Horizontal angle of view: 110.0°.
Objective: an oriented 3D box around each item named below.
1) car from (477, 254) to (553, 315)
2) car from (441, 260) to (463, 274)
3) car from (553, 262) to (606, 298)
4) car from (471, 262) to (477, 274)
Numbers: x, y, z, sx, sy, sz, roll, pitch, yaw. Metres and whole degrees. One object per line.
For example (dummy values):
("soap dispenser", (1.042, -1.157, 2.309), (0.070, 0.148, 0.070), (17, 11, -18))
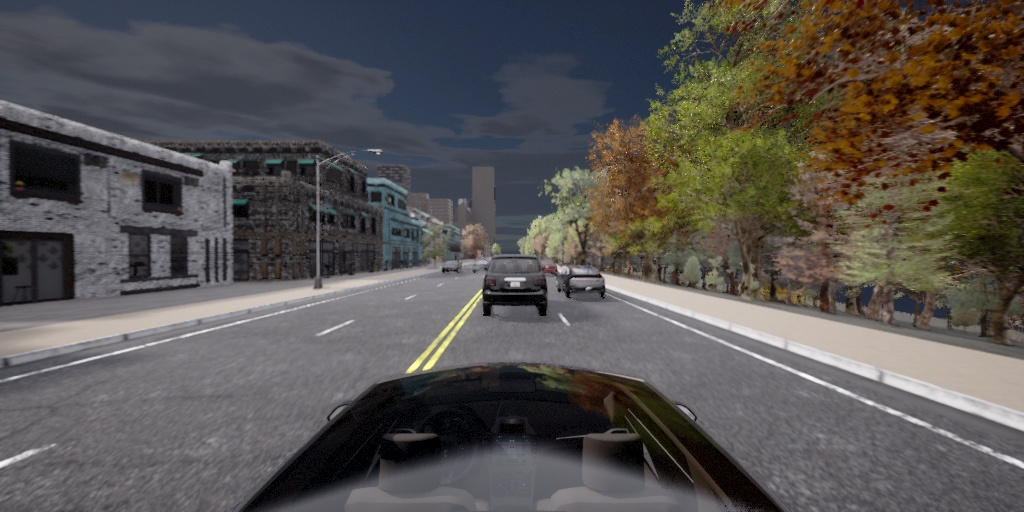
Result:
("car", (0.097, 0.955, 13.579), (2.150, 2.045, 5.566), (0, 0, 0))
("car", (-6.597, 1.200, 40.020), (1.837, 1.490, 4.892), (0, 0, 0))
("car", (3.345, 1.218, 18.050), (2.128, 1.511, 4.902), (0, 0, 0))
("car", (-3.346, 1.221, 40.172), (1.812, 1.442, 4.674), (0, 0, 0))
